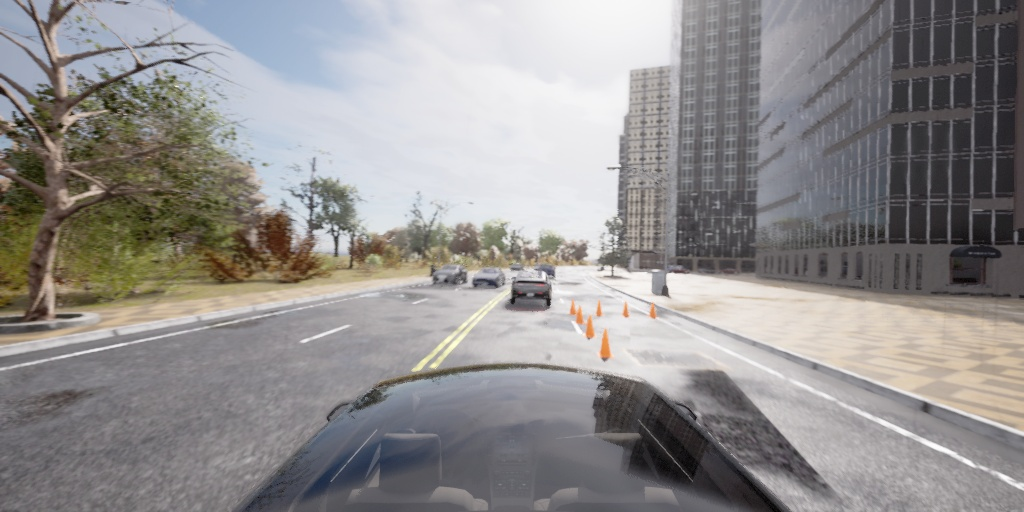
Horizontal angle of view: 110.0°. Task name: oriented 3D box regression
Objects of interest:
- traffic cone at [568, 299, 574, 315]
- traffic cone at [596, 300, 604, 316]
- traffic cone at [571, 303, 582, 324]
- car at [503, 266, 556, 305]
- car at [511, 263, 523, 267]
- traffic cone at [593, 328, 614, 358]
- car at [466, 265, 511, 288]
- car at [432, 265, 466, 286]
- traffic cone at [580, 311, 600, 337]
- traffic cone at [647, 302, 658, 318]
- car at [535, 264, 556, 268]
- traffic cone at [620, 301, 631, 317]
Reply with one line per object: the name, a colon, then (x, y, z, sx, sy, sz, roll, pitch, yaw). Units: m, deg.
traffic cone: (2.308, 1.927, 13.702, 0.340, 0.580, 0.340, 0, 0, 3)
traffic cone: (3.306, 1.957, 13.649, 0.340, 0.580, 0.340, 0, 0, 3)
traffic cone: (2.205, 1.899, 11.705, 0.340, 0.580, 0.340, 0, 0, 3)
car: (0.999, 1.474, 17.752, 2.128, 1.511, 4.902, 2, -1, 5)
car: (0.840, 2.041, 62.833, 1.837, 1.490, 4.892, 2, -1, 12)
traffic cone: (1.999, 1.842, 7.710, 0.340, 0.580, 0.340, 0, 0, 3)
car: (-1.608, 1.563, 26.741, 2.033, 1.411, 5.357, 2, -1, 6)
car: (-4.723, 1.426, 27.951, 2.128, 1.511, 4.902, 2, -1, 7)
traffic cone: (2.102, 1.871, 9.707, 0.340, 0.580, 0.340, 0, 0, 3)
traffic cone: (5.303, 2.017, 13.546, 0.340, 0.580, 0.340, 0, 0, 3)
car: (4.460, 1.794, 45.783, 2.097, 1.767, 4.553, 2, -1, 9)
traffic cone: (4.304, 1.987, 13.598, 0.340, 0.580, 0.340, 0, 0, 3)
